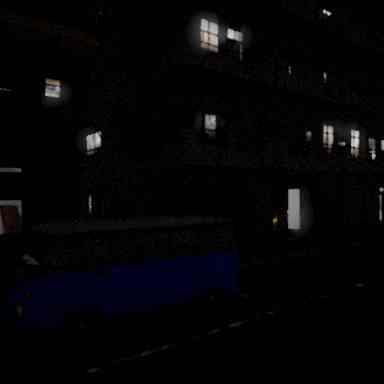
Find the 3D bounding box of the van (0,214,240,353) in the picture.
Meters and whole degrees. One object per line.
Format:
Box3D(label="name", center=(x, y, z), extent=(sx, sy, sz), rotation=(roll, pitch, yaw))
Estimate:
Box3D(label="van", center=(-1.006, 1.334, 5.847), extent=(3.998, 1.788, 1.690), rotation=(0, 0, -35))
